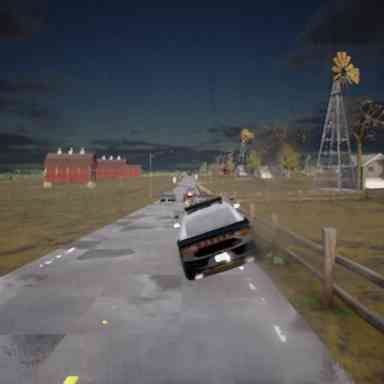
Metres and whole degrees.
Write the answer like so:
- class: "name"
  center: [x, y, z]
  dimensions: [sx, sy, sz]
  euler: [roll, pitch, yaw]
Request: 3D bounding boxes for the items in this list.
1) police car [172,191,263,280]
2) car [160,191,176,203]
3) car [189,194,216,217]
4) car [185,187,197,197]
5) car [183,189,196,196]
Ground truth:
- class: "police car"
  center: [0.532, 1.004, 9.528]
  dimensions: [1.930, 1.638, 5.238]
  euler: [-18, 4, 1]
- class: "car"
  center: [-3.011, 0.604, 42.670]
  dimensions: [2.033, 1.411, 5.357]
  euler: [0, 1, 0]
- class: "car"
  center: [0.725, 0.956, 25.452]
  dimensions: [1.837, 1.490, 4.892]
  euler: [0, 1, 0]
- class: "car"
  center: [-0.241, -0.020, 60.872]
  dimensions: [2.128, 1.511, 4.902]
  euler: [0, 2, 0]
- class: "car"
  center: [0.675, 0.914, 19.409]
  dimensions: [2.097, 1.767, 4.553]
  euler: [-1, 1, 0]
